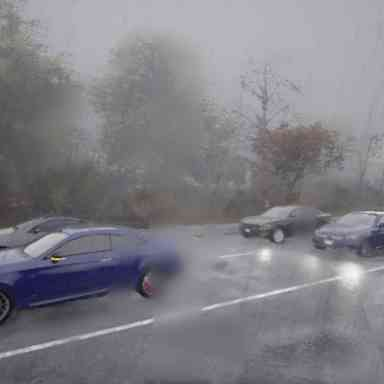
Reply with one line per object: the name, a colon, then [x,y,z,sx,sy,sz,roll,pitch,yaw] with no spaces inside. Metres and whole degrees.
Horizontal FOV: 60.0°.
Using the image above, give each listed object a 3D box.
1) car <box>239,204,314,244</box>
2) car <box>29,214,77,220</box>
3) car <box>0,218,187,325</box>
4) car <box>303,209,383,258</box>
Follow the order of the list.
car: [4.418,1.353,15.388,5.008,1.535,1.882,0,1,-34]
car: [-4.193,1.366,9.639,4.181,1.385,1.994,1,1,-34]
car: [-2.301,1.397,6.686,4.674,1.442,1.812,1,1,-34]
car: [6.592,1.472,12.633,4.674,1.442,1.812,0,1,-34]
